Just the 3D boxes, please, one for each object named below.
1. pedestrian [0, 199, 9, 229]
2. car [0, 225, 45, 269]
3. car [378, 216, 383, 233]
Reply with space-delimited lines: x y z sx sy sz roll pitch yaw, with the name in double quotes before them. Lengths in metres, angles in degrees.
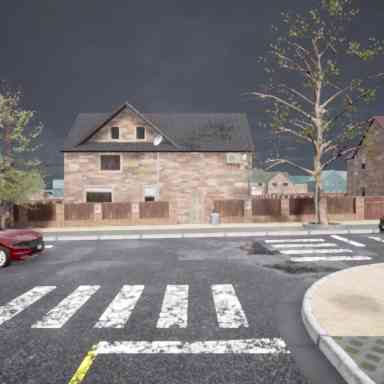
"pedestrian" -9.656 1.251 16.919 0.375 1.860 0.375 0 2 0
"car" -7.569 1.625 11.069 5.008 1.535 1.882 -2 1 0
"car" 10.553 1.156 14.021 5.008 1.535 1.882 -1 1 -1
